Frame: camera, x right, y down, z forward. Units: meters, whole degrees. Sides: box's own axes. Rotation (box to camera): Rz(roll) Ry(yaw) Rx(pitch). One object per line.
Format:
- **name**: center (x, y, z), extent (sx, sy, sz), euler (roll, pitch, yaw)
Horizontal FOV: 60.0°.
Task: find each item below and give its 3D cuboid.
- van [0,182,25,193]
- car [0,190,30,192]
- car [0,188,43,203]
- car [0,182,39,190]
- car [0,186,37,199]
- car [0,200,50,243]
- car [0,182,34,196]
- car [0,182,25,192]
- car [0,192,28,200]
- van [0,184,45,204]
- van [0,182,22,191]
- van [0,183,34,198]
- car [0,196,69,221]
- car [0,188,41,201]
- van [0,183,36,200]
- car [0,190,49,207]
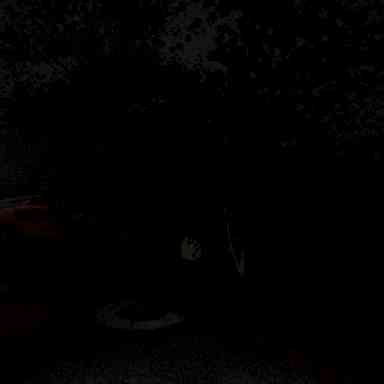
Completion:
- **van**: center (-34.271, -0.847, 63.245), extent (4.442, 1.987, 1.878), euler (1, 1, -30)
- **car**: center (-12.421, 0.893, 24.586), extent (5.366, 1.575, 1.946), euler (1, 2, -30)
- **car**: center (-19.190, 0.379, 36.803), extent (4.792, 1.488, 2.163), euler (1, 2, -30)
- **car**: center (-14.984, 0.427, 29.486), extent (5.566, 2.045, 2.435), euler (1, 2, -30)
- **car**: center (-23.279, 0.073, 43.877), extent (5.008, 1.535, 2.097), euler (1, 1, -30)
- **car**: center (-6.813, 1.336, 15.181), extent (5.008, 1.535, 2.097), euler (1, 2, -30)
- **car**: center (-27.438, -0.438, 51.058), extent (5.566, 2.045, 2.435), euler (1, 1, -30)
- **car**: center (-38.533, -1.134, 70.374), extent (5.566, 2.045, 2.435), euler (1, 1, -30)
- **car**: center (-8.156, 1.100, 17.598), extent (4.553, 1.767, 2.185), euler (1, 2, -30)
- **van**: center (-17.726, 0.230, 34.439), extent (4.442, 1.987, 1.878), euler (1, 2, -30)
- **van**: center (-39.787, -1.193, 72.848), extent (4.442, 1.987, 1.878), euler (1, 1, -30)
- **van**: center (-24.555, -0.237, 46.329), extent (4.442, 1.987, 1.878), euler (1, 1, -30)
- **car**: center (-10.886, 1.049, 22.278), extent (4.674, 1.452, 2.002), euler (1, 2, -30)
- **car**: center (-20.503, 0.285, 39.090), extent (4.792, 1.488, 2.163), euler (1, 1, -30)
- **van**: center (-21.984, -0.065, 41.401), extent (4.442, 1.987, 1.878), euler (1, 1, -30)
- **car**: center (-16.420, 0.596, 31.865), extent (4.792, 1.488, 2.163), euler (1, 2, -30)
